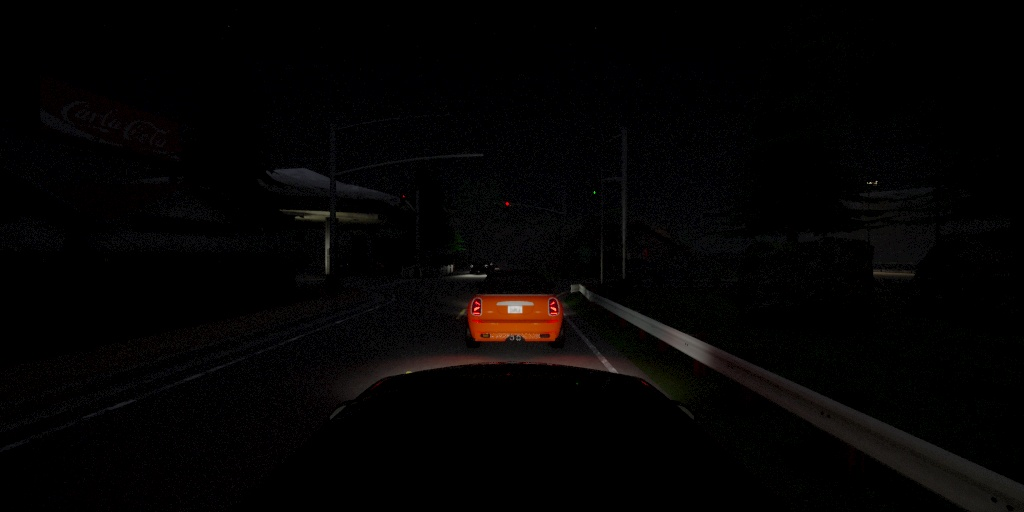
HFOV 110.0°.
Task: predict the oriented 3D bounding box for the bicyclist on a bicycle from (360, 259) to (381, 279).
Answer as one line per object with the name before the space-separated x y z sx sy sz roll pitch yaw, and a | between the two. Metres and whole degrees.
bicyclist on a bicycle | -11.758 1.097 29.870 1.656 1.620 0.582 1 -3 -19

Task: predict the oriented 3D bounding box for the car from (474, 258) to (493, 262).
car | -3.575 1.102 40.648 2.097 1.767 4.553 0 0 0

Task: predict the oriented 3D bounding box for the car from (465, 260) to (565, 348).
car | 0.078 1.102 9.384 2.097 1.767 4.553 0 0 0
